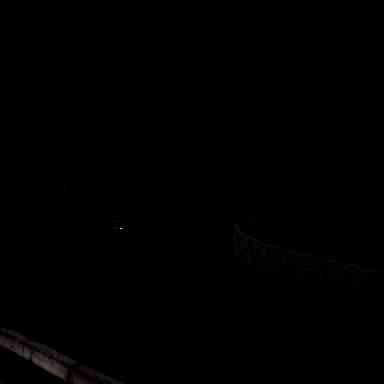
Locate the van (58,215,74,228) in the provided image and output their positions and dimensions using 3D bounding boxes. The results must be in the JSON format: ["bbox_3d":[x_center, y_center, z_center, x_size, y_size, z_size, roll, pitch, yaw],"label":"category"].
[{"bbox_3d":[-21.605,4.616,52.334,4.442,1.987,1.878,0,-6,5],"label":"van"}]

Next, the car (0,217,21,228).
[{"bbox_3d":[-25.483,4.034,44.095,4.674,1.452,2.002,0,-5,4],"label":"car"}]

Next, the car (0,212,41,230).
[{"bbox_3d":[-21.622,3.444,39.950,2.150,2.045,5.566,-1,-6,24],"label":"car"}]

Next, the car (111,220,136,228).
[{"bbox_3d":[-14.198,6.570,68.727,4.674,1.452,2.002,0,-5,5],"label":"car"}]

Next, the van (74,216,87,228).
[{"bbox_3d":[-20.349,4.898,55.076,4.442,1.987,1.878,0,-6,5],"label":"van"}]

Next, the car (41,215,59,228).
[{"bbox_3d":[-23.167,4.554,49.596,5.366,1.575,1.946,0,-5,5],"label":"car"}]

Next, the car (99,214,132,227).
[{"bbox_3d":[-15.469,5.998,66.018,5.566,2.045,2.435,0,-5,5],"label":"car"}]

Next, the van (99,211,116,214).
[{"bbox_3d":[-23.406,7.300,92.498,1.878,1.987,4.442,0,1,10],"label":"van"}]

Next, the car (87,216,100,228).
[{"bbox_3d":[-19.206,5.404,57.789,4.892,1.521,2.231,0,-5,5],"label":"car"}]

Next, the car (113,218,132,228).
[{"bbox_3d":[-11.969,5.972,61.174,1.994,1.385,4.181,-1,-6,25],"label":"car"}]
